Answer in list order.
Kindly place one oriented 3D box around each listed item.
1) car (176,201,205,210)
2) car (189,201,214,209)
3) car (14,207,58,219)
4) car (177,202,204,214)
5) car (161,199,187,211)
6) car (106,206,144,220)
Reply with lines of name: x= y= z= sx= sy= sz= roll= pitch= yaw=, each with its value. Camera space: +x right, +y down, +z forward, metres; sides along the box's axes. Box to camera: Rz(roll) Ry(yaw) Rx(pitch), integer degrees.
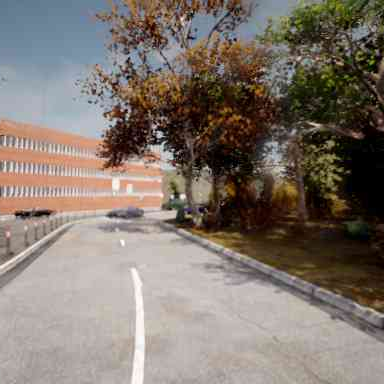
car: x=-0.254 y=2.533 z=62.726 sx=5.008 sy=1.535 sz=2.097 roll=0 pitch=-1 yaw=24
car: x=2.025 y=2.641 z=67.896 sx=4.674 sy=1.452 sz=2.002 roll=0 pitch=-1 yaw=24
car: x=-17.972 y=2.401 z=38.678 sx=1.895 sy=1.301 sz=4.718 roll=0 pitch=-1 yaw=25
car: x=0.175 y=2.373 z=44.542 sx=1.895 sy=1.301 sz=4.718 roll=0 pitch=-1 yaw=24
car: x=-2.552 y=2.209 z=57.566 sx=5.566 sy=2.045 sz=2.435 roll=0 pitch=-1 yaw=24
car: x=-7.056 y=2.173 z=35.809 sx=2.033 sy=1.411 sz=5.357 roll=0 pitch=-1 yaw=20
